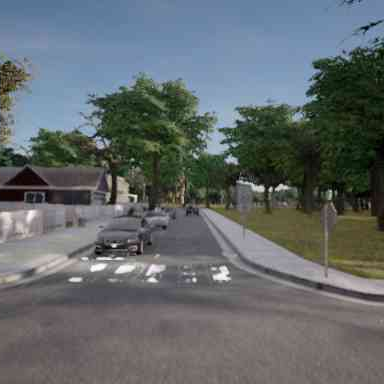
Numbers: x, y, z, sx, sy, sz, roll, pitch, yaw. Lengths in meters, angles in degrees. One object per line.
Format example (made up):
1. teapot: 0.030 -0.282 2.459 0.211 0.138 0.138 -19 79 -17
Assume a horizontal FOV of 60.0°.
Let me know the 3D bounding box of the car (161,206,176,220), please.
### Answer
1. car: -2.812 2.355 38.046 2.128 1.511 4.902 1 -1 0

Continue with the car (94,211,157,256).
1. car: -2.853 1.810 14.687 1.837 1.490 4.892 1 -2 0

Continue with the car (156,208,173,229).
1. car: -2.826 2.173 26.195 1.895 1.301 4.718 1 -1 0

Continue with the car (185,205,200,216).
1. car: 0.032 2.656 48.108 1.837 1.490 4.892 1 -1 0

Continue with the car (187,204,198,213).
1. car: 0.040 2.940 58.526 1.812 1.442 4.674 1 -1 0
